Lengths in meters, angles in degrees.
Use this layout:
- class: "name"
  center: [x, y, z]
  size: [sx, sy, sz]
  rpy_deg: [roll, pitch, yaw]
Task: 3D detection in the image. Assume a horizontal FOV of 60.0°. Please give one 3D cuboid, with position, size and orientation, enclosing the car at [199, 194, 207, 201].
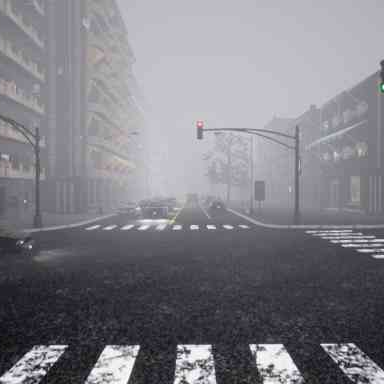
- class: "car"
  center: [2.712, 1.396, 85.476]
  size: [1.967, 1.590, 4.097]
  rpy_deg: [0, 0, 0]

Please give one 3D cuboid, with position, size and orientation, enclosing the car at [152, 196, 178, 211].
- class: "car"
  center: [-3.087, 1.535, 38.659]
  size: [2.033, 1.411, 5.357]
  rpy_deg: [0, 0, 0]

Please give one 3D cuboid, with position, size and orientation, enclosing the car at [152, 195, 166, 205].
- class: "car"
  center: [-5.677, 1.417, 57.819]
  size: [1.967, 1.590, 4.097]
  rpy_deg: [0, 0, 0]

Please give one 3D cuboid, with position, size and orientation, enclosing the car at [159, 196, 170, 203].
- class: "car"
  center: [-5.672, 1.551, 68.886]
  size: [1.802, 1.307, 4.206]
  rpy_deg: [0, 0, 0]

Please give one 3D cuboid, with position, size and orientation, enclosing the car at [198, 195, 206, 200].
- class: "car"
  center: [2.715, 1.496, 91.010]
  size: [1.887, 1.381, 4.507]
  rpy_deg: [0, 0, 0]

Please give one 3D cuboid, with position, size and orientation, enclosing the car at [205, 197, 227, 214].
- class: "car"
  center: [2.698, 1.555, 35.675]
  size: [1.947, 1.339, 4.313]
  rpy_deg: [0, 0, 0]

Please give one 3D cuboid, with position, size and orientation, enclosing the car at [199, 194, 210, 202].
- class: "car"
  center: [2.708, 1.280, 74.410]
  size: [2.192, 1.841, 5.009]
  rpy_deg: [0, 0, 0]

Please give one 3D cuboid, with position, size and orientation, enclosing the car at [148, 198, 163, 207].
- class: "car"
  center: [-5.677, 1.562, 52.286]
  size: [1.802, 1.307, 4.206]
  rpy_deg: [0, 0, 0]

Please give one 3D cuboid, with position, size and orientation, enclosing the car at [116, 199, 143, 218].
- class: "car"
  center: [-5.684, 1.542, 30.151]
  size: [2.008, 1.369, 4.403]
  rpy_deg: [0, 0, 0]

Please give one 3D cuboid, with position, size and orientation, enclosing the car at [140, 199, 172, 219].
- class: "car"
  center: [-3.100, 1.556, 29.311]
  size: [1.994, 1.385, 4.181]
  rpy_deg: [0, 0, -1]

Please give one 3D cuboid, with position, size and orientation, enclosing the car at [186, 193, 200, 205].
- class: "car"
  center: [0.117, 1.198, 59.018]
  size: [2.150, 2.045, 5.566]
  rpy_deg: [0, 0, 0]

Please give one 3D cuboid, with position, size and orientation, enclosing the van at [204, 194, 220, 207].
- class: "van"
  center: [2.698, 1.327, 41.208]
  size: [1.690, 1.788, 3.998]
  rpy_deg: [0, 0, 0]

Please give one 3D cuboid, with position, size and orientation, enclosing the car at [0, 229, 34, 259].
- class: "car"
  center: [-8.500, 1.667, 11.514]
  size: [5.357, 1.411, 2.033]
  rpy_deg: [-1, 1, -14]

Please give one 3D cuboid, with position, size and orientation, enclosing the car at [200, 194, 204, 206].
- class: "car"
  center: [2.702, 1.420, 52.276]
  size: [1.967, 1.590, 4.097]
  rpy_deg: [0, 0, 0]

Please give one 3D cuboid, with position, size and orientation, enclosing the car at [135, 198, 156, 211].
- class: "car"
  center: [-5.680, 1.531, 41.218]
  size: [1.887, 1.381, 4.507]
  rpy_deg: [0, 0, 0]
